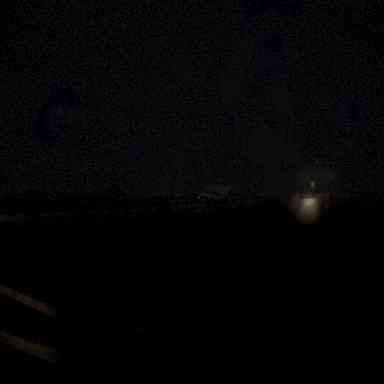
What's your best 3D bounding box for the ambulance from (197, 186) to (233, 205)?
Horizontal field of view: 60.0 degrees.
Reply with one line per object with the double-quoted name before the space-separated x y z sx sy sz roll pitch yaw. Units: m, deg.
"ambulance" 3.224 0.368 45.653 2.351 2.431 6.366 3 3 35
